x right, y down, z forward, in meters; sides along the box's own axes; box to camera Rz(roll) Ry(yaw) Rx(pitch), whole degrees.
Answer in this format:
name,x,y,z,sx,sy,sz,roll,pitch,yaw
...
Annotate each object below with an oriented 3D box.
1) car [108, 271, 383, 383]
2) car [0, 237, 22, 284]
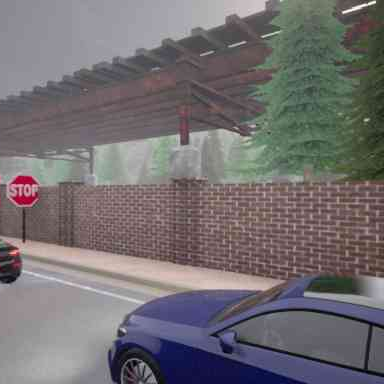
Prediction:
name,x,y,z,sx,sy,sz,roll,pitch,yaw
car,1.257,1.526,3.095,4.674,1.442,1.812,0,0,36
car,-6.055,1.526,8.311,4.674,1.442,1.812,0,0,36
